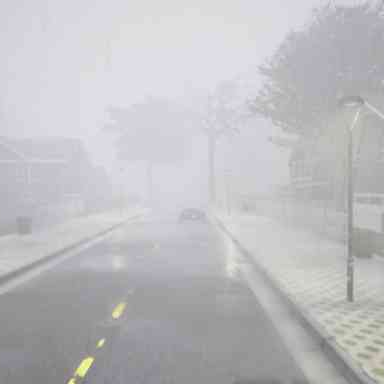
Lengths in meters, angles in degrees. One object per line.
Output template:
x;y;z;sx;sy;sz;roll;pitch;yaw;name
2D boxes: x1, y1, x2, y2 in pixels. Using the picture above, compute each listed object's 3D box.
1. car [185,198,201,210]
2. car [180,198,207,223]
0.095;1.458;41.845;1.895;1.301;4.718;0;0;0;car
0.091;1.442;24.355;1.812;1.442;4.674;0;0;0;car
